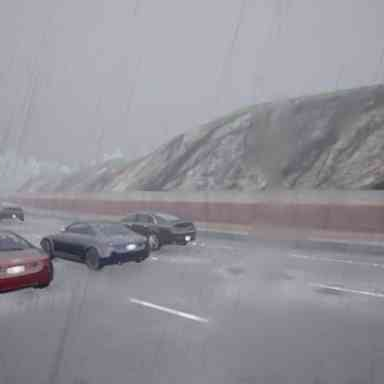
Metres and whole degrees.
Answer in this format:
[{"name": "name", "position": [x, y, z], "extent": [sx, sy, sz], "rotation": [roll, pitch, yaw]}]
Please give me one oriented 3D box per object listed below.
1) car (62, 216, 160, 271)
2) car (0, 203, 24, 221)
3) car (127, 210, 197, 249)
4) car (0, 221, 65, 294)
[{"name": "car", "position": [-3.366, 1.629, 11.251], "extent": [4.181, 1.385, 1.994], "rotation": [0, 0, 40]}, {"name": "car", "position": [-15.661, 1.676, 28.035], "extent": [1.837, 1.490, 4.892], "rotation": [0, 0, -42]}, {"name": "car", "position": [-2.022, 1.585, 14.665], "extent": [4.892, 1.490, 1.837], "rotation": [0, 0, 40]}, {"name": "car", "position": [-5.243, 1.616, 8.264], "extent": [4.181, 1.385, 1.994], "rotation": [0, 0, 40]}]
